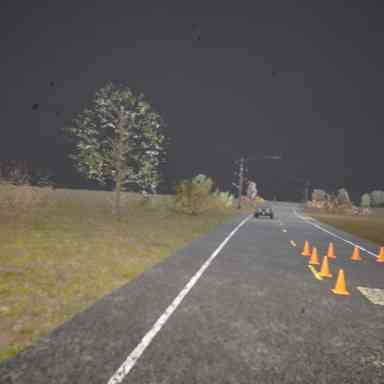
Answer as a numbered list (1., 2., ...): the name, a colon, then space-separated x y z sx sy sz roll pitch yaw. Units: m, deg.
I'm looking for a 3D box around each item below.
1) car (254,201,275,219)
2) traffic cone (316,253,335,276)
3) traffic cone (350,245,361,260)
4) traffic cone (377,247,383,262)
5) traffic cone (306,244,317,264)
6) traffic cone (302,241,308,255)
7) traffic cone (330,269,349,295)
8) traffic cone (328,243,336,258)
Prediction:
1. car: 9.089 2.212 41.771 2.150 2.045 5.566 3 -1 13
2. traffic cone: 4.205 2.325 10.497 0.340 0.580 0.340 3 -1 11
3. traffic cone: 6.930 2.529 14.037 0.340 0.580 0.340 3 -1 11
4. traffic cone: 7.910 2.587 13.845 0.340 0.580 0.340 3 -1 11
5. traffic cone: 4.588 2.369 12.460 0.340 0.580 0.340 3 -1 11
6. traffic cone: 4.971 2.413 14.422 0.340 0.580 0.340 3 -1 11
7. traffic cone: 3.822 2.280 8.535 0.340 0.580 0.340 3 -1 11
8. traffic cone: 5.951 2.471 14.230 0.340 0.580 0.340 3 -1 11
